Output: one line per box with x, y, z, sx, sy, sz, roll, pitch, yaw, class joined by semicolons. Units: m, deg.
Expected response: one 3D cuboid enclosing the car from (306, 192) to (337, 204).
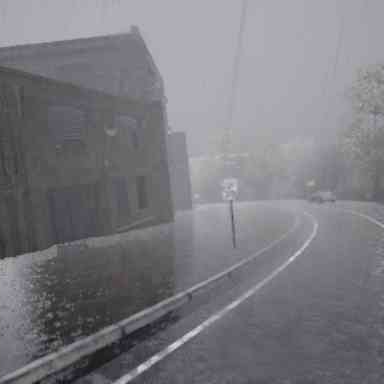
15.509;0.687;40.048;2.033;1.411;5.357;-6;0;-1;car
